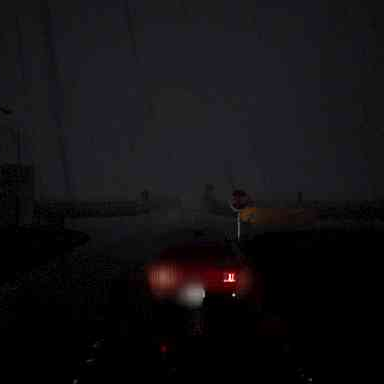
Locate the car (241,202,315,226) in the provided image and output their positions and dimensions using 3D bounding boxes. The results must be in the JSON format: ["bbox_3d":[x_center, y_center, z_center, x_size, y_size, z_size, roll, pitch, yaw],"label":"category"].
[{"bbox_3d":[5.955,1.486,23.369,5.008,1.535,1.882,0,1,18],"label":"car"}]

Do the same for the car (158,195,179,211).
[{"bbox_3d":[-2.910,1.431,39.393,1.882,1.535,5.008,0,1,1],"label":"car"}]

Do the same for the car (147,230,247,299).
[{"bbox_3d":[0.093,1.598,8.372,1.895,1.301,4.718,0,0,0],"label":"car"}]

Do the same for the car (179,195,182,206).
[{"bbox_3d":[-2.880,1.424,51.312,1.837,1.490,4.892,0,1,0],"label":"car"}]
